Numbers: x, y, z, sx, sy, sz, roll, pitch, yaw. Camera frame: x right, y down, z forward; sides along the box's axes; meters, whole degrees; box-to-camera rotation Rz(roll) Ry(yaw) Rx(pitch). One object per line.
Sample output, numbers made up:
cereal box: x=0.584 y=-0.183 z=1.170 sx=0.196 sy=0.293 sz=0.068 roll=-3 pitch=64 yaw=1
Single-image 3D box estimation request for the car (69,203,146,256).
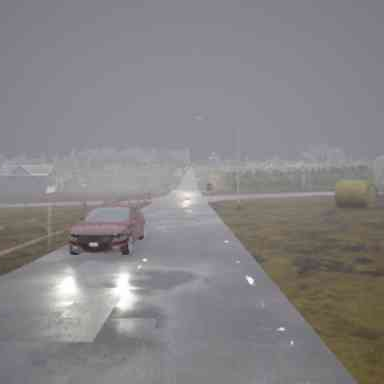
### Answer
car: x=-2.854 y=1.198 z=12.135 sx=1.882 sy=1.535 sz=5.008 roll=0 pitch=1 yaw=0
